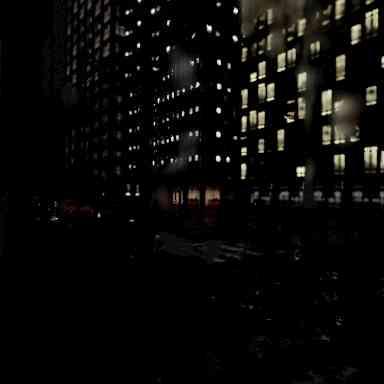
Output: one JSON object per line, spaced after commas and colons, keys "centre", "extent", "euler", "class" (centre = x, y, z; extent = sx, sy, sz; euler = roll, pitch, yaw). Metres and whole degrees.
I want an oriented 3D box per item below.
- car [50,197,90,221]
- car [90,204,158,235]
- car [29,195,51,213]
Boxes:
{"centre": [-9.351, 1.336, 26.308], "extent": [1.882, 1.535, 5.008], "euler": [1, 0, -37], "class": "car"}
{"centre": [-3.699, 1.432, 18.755], "extent": [2.128, 1.511, 4.902], "euler": [1, 0, -37], "class": "car"}
{"centre": [-15.259, 1.120, 34.220], "extent": [2.097, 1.767, 4.553], "euler": [1, 0, -37], "class": "car"}
